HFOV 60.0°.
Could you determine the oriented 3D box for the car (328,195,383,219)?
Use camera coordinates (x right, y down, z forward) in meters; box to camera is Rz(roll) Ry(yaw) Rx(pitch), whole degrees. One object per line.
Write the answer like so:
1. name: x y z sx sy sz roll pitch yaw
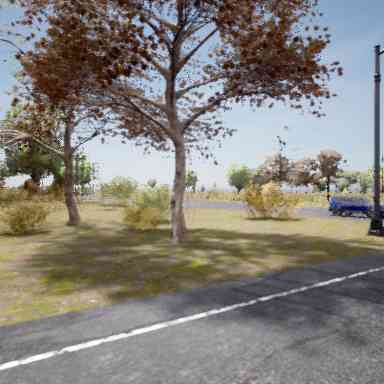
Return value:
1. car: 15.610 1.343 31.162 2.150 2.045 5.566 0 1 -35
